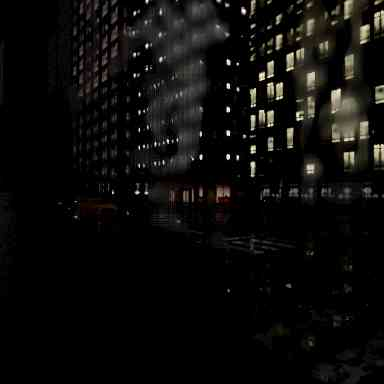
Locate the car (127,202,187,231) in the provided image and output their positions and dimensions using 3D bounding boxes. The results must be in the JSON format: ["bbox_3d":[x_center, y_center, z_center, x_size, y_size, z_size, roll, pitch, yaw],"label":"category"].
[{"bbox_3d":[-2.193,1.344,19.795,2.128,1.511,4.902,0,0,-37],"label":"car"}]

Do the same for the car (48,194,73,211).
[{"bbox_3d":[-13.711,1.045,35.292,2.097,1.767,4.553,0,0,-37],"label":"car"}]

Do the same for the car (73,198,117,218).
[{"bbox_3d":[-7.824,1.254,27.364,1.882,1.535,5.008,0,0,-37],"label":"car"}]
